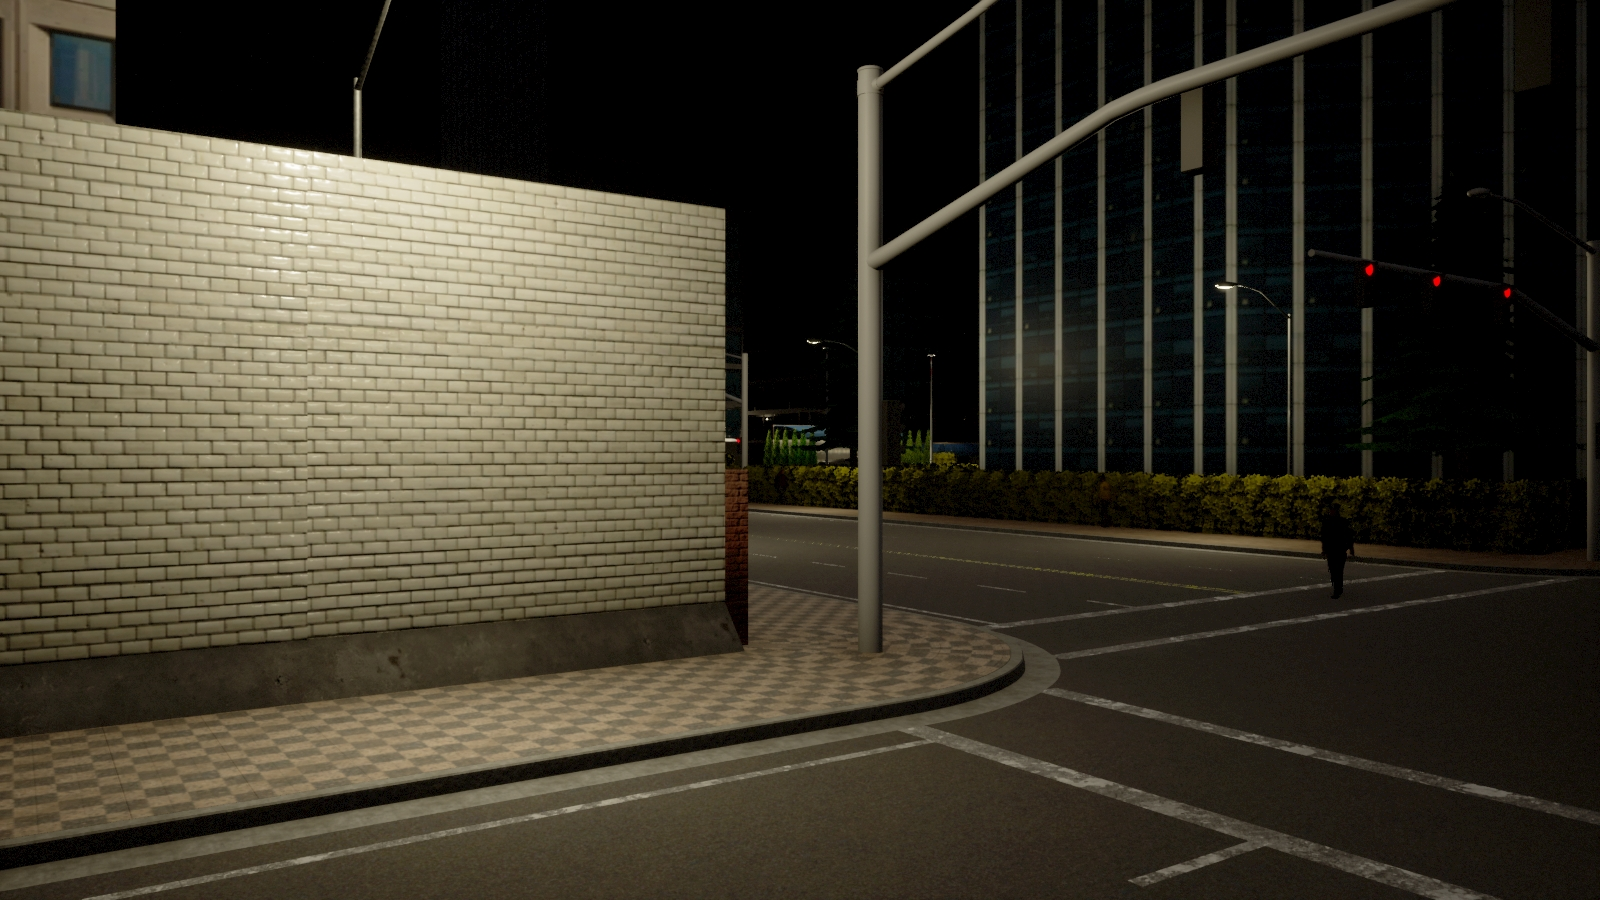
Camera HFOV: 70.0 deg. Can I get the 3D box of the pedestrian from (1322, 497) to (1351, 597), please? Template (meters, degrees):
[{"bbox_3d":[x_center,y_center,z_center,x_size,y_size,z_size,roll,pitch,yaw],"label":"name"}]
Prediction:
[{"bbox_3d":[10.272,1.848,21.873,0.375,1.860,0.375,0,0,-41],"label":"pedestrian"}]

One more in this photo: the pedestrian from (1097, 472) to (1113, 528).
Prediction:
[{"bbox_3d":[10.403,1.695,38.945,0.375,1.860,0.375,0,0,-36],"label":"pedestrian"}]
